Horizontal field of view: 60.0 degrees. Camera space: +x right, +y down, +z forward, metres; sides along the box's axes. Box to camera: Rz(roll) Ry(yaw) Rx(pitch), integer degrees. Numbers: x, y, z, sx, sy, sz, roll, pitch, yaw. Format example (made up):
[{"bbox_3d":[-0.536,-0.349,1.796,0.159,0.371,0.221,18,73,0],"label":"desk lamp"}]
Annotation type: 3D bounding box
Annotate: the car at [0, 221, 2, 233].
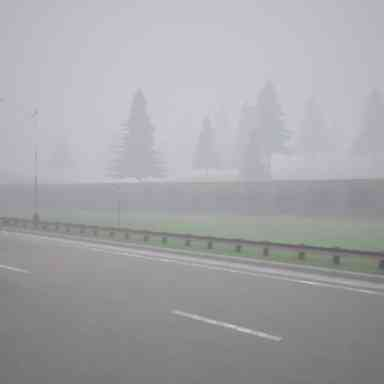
[{"bbox_3d":[-11.013,1.524,16.128,4.674,1.442,1.812,0,0,35],"label":"car"}]
